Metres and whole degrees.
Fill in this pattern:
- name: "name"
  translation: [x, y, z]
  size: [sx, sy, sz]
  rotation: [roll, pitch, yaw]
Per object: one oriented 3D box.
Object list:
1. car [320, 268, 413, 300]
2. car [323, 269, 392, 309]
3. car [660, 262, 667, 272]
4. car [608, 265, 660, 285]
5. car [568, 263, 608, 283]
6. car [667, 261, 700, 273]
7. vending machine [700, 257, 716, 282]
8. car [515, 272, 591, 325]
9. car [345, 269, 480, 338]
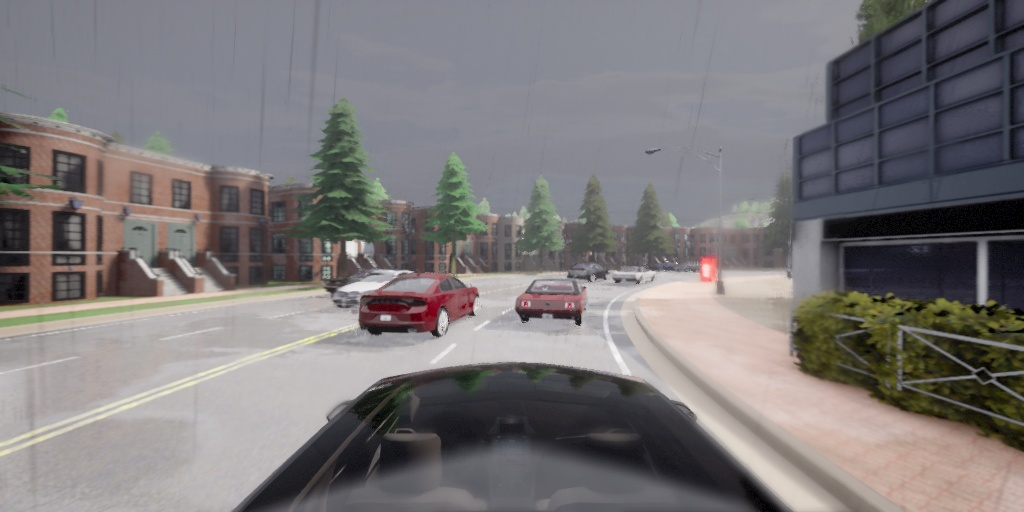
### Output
- name: "car"
  translation: [-7.428, 1.359, 18.918]
  size: [1.895, 1.301, 4.718]
  rotation: [0, 0, 20]
- name: "car"
  translation: [-5.085, 1.284, 14.714]
  size: [1.812, 1.442, 4.674]
  rotation: [0, 0, 17]
- name: "car"
  translation: [20.744, 1.521, 48.533]
  size: [4.718, 1.301, 1.895]
  rotation: [0, 0, -22]
- name: "car"
  translation: [9.407, 1.437, 27.330]
  size: [1.895, 1.301, 4.718]
  rotation: [0, 0, 39]
- name: "car"
  translation: [6.251, 1.319, 28.825]
  size: [2.128, 1.511, 4.902]
  rotation: [0, 0, 37]
- name: "car"
  translation: [22.723, 1.413, 45.490]
  size: [4.902, 1.511, 2.128]
  rotation: [0, 0, -21]
- name: "vending machine"
  translation: [14.787, 1.050, 27.036]
  size: [1.100, 2.100, 0.880]
  rotation: [0, 0, 45]
- name: "car"
  translation: [1.529, 1.377, 12.026]
  size: [1.895, 1.301, 4.718]
  rotation: [0, 0, 14]
- name: "car"
  translation: [-2.356, 1.237, 10.431]
  size: [1.882, 1.535, 5.008]
  rotation: [0, 0, 11]
